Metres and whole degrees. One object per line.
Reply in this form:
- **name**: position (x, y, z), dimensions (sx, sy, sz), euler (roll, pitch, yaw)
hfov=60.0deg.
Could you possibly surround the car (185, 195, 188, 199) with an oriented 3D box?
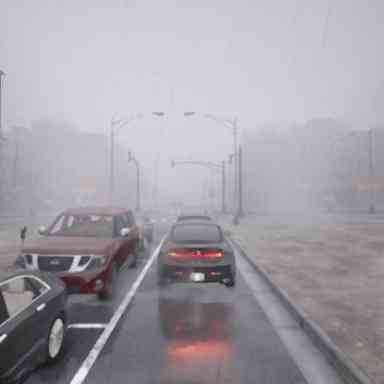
- **car**: position (-2.608, 2.016, 79.906), dimensions (1.802, 1.307, 4.206), euler (1, 0, 0)

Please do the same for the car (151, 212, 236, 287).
- **car**: position (0.102, 1.550, 9.434), dimensions (1.837, 1.490, 4.892), euler (0, 0, 0)

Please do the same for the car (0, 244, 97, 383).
- **car**: position (-2.618, 1.566, 3.219), dimensions (2.008, 1.369, 4.403), euler (1, 0, 0)

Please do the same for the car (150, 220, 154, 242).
- **car**: position (-2.617, 1.620, 14.289), dimensions (2.008, 1.369, 4.403), euler (1, 0, 0)

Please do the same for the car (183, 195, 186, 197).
- **car**: position (-2.610, 1.879, 63.310), dimensions (1.887, 1.381, 4.507), euler (1, 0, 0)

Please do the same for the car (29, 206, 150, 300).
- **car**: position (-2.612, 1.357, 8.755), dimensions (2.192, 1.841, 5.009), euler (1, 0, 0)

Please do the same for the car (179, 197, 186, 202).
- **car**: position (-2.606, 2.086, 90.970), dimensions (1.802, 1.307, 4.206), euler (1, 0, 0)

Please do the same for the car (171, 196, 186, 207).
- **car**: position (-2.611, 1.867, 57.777), dimensions (1.947, 1.339, 4.313), euler (1, 0, 0)

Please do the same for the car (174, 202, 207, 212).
- **car**: position (0.107, 1.573, 19.526), dimensions (1.882, 1.535, 5.008), euler (0, 0, 0)
